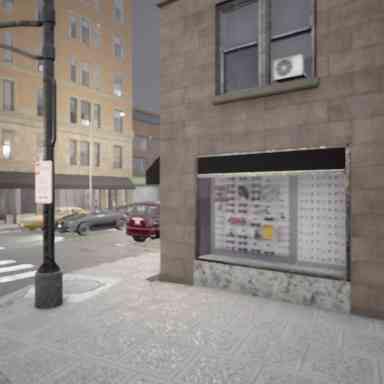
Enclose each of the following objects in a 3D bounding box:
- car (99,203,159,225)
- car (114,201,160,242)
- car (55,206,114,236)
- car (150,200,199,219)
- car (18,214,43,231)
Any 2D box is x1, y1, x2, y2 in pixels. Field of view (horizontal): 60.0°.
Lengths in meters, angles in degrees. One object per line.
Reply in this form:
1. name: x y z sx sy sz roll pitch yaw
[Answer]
1. car: -4.597 1.550 24.951 1.947 1.339 4.313 0 0 35
2. car: -0.838 1.306 15.419 2.192 1.841 5.009 0 0 35
3. car: -5.622 1.558 18.644 1.994 1.385 4.181 0 0 35
4. car: -1.468 1.498 29.455 1.752 1.417 4.829 0 0 35
5. car: -7.921 1.521 20.167 1.752 1.417 4.829 0 0 35
